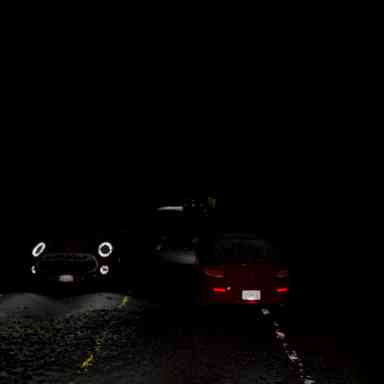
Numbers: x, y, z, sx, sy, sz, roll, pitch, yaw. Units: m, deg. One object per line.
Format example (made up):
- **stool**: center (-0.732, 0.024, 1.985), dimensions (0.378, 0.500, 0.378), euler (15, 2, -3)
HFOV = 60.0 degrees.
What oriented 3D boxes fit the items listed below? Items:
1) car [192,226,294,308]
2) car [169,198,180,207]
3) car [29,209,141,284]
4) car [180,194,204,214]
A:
- **car**: center (0.979, 1.526, 7.764), dimensions (1.812, 1.442, 4.674), euler (0, 0, 0)
- **car**: center (-2.623, 1.590, 52.367), dimensions (1.895, 1.301, 4.718), euler (0, 0, 0)
- **car**: center (-2.828, 1.352, 9.734), dimensions (2.097, 1.767, 4.553), euler (0, 0, 0)
- **car**: center (0.157, 1.348, 34.948), dimensions (2.097, 1.767, 4.553), euler (0, 0, 0)
